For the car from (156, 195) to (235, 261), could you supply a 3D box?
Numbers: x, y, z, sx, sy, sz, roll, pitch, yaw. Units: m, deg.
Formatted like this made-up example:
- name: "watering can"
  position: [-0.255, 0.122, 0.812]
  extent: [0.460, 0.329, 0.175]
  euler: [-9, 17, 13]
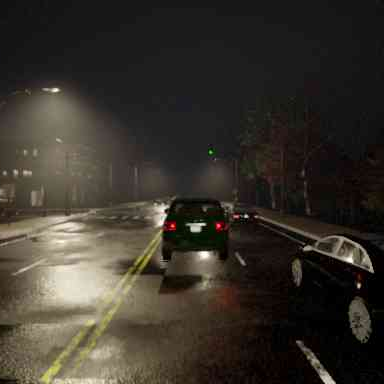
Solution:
- name: "car"
  position: [0.098, 1.222, 12.454]
  extent: [2.150, 2.045, 5.566]
  euler: [0, -1, 0]

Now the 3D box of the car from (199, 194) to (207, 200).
- name: "car"
  position: [3.206, 1.403, 94.641]
  extent: [2.033, 1.411, 5.357]
  euler: [0, 0, 0]

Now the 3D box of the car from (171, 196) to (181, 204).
- name: "car"
  position: [-3.282, 1.551, 67.691]
  extent: [1.812, 1.442, 4.674]
  euler: [0, 0, 0]

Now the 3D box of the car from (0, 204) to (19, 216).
- name: "car"
  position: [-19.970, 1.834, 33.777]
  extent: [4.313, 1.339, 1.947]
  euler: [-1, 1, 0]

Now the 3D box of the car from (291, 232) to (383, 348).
- name: "car"
  position: [3.346, 1.496, 6.261]
  extent: [2.128, 1.511, 4.902]
  euler: [0, 0, 0]

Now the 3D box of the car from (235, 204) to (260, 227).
- name: "car"
  position: [3.340, 1.559, 22.964]
  extent: [2.033, 1.411, 5.357]
  euler: [0, 0, 0]

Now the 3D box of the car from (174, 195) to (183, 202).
- name: "car"
  position: [-3.289, 1.554, 83.161]
  extent: [2.128, 1.511, 4.902]
  euler: [0, 0, 0]

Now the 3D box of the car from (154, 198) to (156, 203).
- name: "car"
  position: [-6.532, 1.551, 67.622]
  extent: [1.812, 1.442, 4.674]
  euler: [0, 0, 0]

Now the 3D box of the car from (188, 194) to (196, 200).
- name: "car"
  position: [-0.044, 1.403, 94.640]
  extent: [2.033, 1.411, 5.357]
  euler: [0, 0, 0]

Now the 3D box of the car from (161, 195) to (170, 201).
- name: "car"
  position: [-6.539, 1.507, 83.110]
  extent: [1.882, 1.535, 5.008]
  euler: [0, 0, 0]

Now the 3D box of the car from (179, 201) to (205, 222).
- name: "car"
  position: [-0.109, 1.518, 27.475]
  extent: [1.837, 1.490, 4.892]
  euler: [0, 0, -4]
